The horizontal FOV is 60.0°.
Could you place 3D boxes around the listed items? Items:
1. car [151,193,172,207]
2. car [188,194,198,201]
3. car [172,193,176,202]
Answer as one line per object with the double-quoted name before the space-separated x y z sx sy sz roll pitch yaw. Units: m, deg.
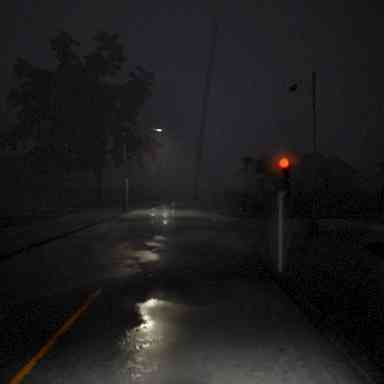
"car" -4.007 1.104 42.497 1.837 1.490 4.892 0 1 0
"car" 0.124 1.014 62.384 1.895 1.301 4.718 0 1 0
"car" -3.929 0.942 59.834 1.837 1.490 4.892 0 1 1
